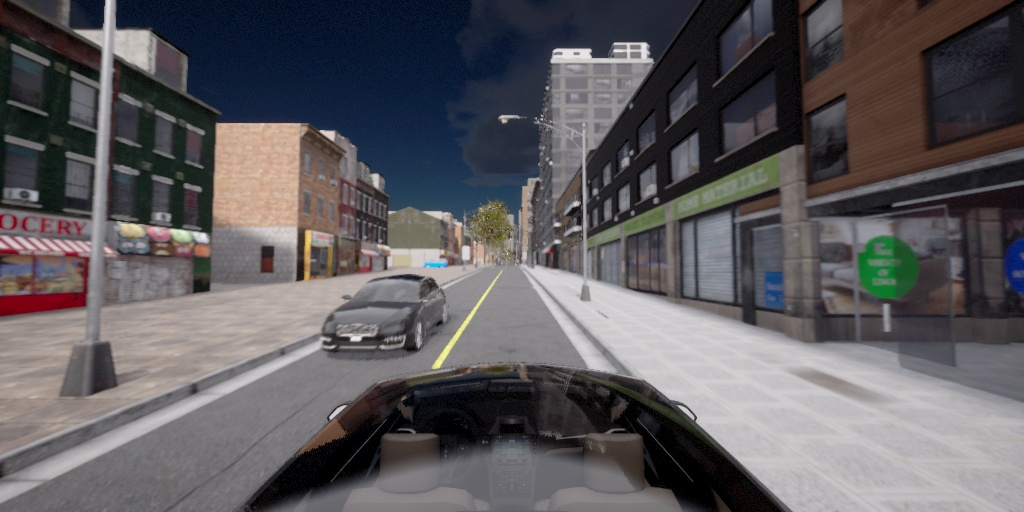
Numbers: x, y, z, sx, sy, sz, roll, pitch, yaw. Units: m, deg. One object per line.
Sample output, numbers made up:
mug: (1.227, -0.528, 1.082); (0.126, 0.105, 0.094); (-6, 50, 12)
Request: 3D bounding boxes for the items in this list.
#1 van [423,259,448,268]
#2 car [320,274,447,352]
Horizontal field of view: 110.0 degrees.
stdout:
van: (-12.893, 1.346, 60.684); (3.998, 1.789, 1.690); (0, 0, 0)
car: (-2.845, 1.251, 8.978); (1.837, 1.490, 4.892); (0, 0, 0)
